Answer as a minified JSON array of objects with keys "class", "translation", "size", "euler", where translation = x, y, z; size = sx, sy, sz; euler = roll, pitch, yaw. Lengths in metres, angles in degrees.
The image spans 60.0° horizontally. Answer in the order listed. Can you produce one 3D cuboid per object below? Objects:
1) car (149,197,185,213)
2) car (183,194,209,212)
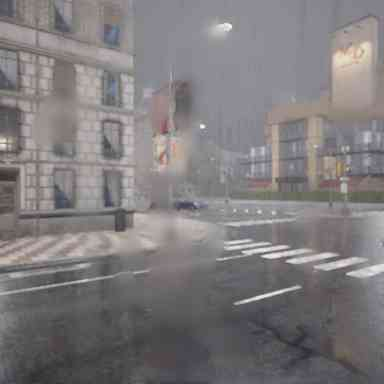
[{"class":"car","translation":[-3.035,1.504,36.790],"size":[1.994,1.385,4.181],"euler":[0,0,-36]},{"class":"car","translation":[-0.016,1.282,38.586],"size":[2.097,1.767,4.553],"euler":[0,0,-36]}]
